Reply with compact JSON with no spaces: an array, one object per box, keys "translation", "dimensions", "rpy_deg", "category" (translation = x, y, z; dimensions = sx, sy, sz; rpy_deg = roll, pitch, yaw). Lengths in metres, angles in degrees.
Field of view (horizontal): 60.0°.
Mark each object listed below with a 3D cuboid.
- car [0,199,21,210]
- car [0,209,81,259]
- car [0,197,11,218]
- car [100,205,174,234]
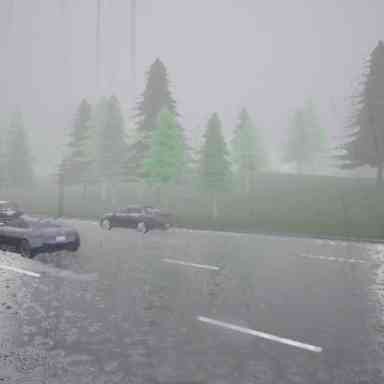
[{"translation":[-12.865,1.367,21.648],"dimensions":[4.553,1.767,2.097],"rpy_deg":[0,0,36],"category":"car"},{"translation":[-6.168,1.573,12.688],"dimensions":[4.181,1.385,1.994],"rpy_deg":[0,0,35],"category":"car"},{"translation":[-18.591,1.374,30.118],"dimensions":[4.553,1.767,2.097],"rpy_deg":[0,0,36],"category":"car"},{"translation":[-3.286,1.514,19.231],"dimensions":[4.892,1.490,1.837],"rpy_deg":[0,0,35],"category":"car"}]
